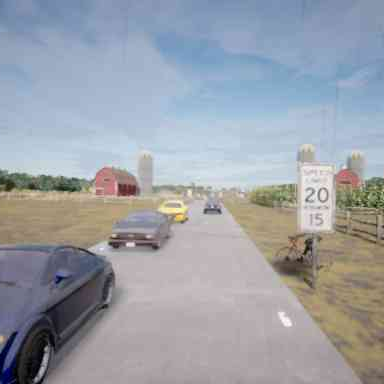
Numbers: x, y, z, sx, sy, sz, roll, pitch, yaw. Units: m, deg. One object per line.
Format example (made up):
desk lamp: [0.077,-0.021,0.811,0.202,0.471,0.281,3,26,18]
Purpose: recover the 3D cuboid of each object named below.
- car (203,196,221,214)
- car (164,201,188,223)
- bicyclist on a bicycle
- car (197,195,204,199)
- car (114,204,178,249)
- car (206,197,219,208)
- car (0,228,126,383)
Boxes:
car: [2.240,1.528,35.878,2.033,1.411,5.357,1,0,4]
car: [-1.356,1.406,24.902,1.882,1.535,5.008,1,0,4]
bicyclist on a bicycle: [3.324,1.530,9.809,1.656,1.620,0.582,4,0,4]
car: [2.154,1.275,79.029,1.882,1.535,5.008,1,-1,4]
car: [-2.025,1.484,14.506,2.033,1.411,5.357,1,0,4]
car: [3.077,1.528,49.397,1.837,1.490,4.892,1,0,4]
car: [-2.616,1.509,5.049,1.994,1.385,4.181,1,0,4]
